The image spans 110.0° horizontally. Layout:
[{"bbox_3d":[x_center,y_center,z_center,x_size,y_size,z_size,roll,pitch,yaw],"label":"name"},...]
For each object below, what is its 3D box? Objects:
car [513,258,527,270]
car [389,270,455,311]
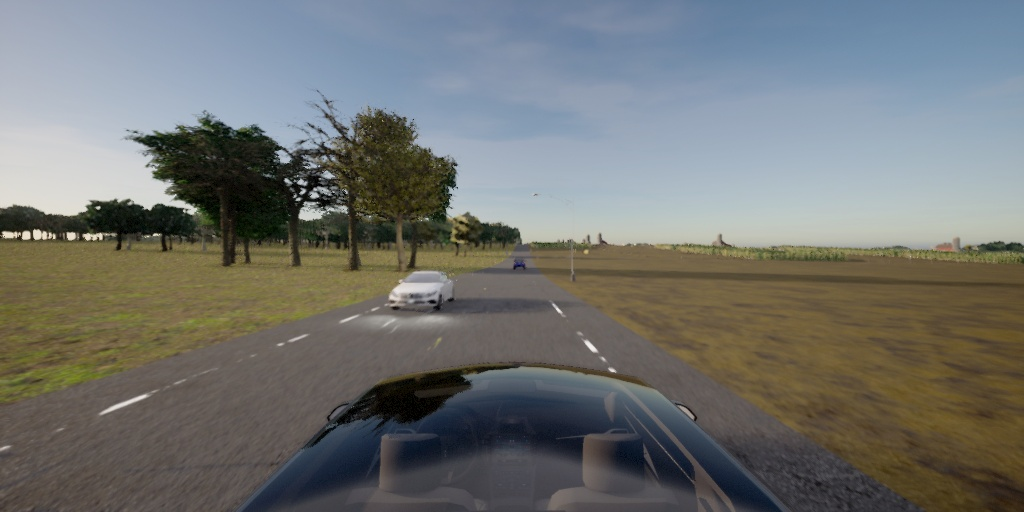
[{"bbox_3d":[1.361,1.331,63.400,2.150,2.045,5.566,0,0,2],"label":"car"},{"bbox_3d":[-3.511,1.325,14.823,1.812,1.442,4.674,0,-1,0],"label":"car"}]
